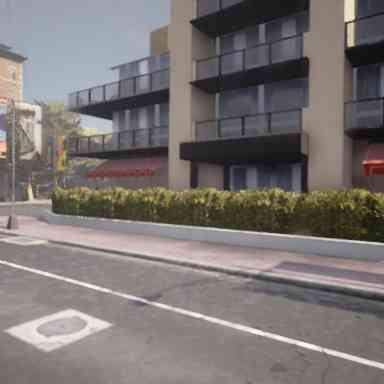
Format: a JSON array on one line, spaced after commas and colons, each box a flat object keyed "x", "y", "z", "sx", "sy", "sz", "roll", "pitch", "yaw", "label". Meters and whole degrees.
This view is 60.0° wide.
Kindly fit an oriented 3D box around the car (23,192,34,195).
[{"x": -37.437, "y": 0.567, "z": 72.491, "sx": 4.892, "sy": 1.521, "sz": 2.231, "roll": 1, "pitch": 1, "yaw": 35, "label": "car"}]
